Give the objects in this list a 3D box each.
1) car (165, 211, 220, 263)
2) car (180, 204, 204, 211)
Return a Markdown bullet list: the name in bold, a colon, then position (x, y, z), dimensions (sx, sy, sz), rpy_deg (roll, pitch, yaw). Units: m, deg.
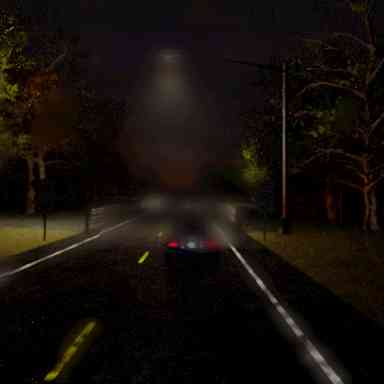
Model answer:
- **car**: position (0.015, 1.680, 12.515), dimensions (2.033, 1.411, 5.357), rpy_deg (0, -1, 0)
- **car**: position (0.025, 1.792, 28.493), dimensions (2.128, 1.511, 4.902), rpy_deg (0, 0, 1)
